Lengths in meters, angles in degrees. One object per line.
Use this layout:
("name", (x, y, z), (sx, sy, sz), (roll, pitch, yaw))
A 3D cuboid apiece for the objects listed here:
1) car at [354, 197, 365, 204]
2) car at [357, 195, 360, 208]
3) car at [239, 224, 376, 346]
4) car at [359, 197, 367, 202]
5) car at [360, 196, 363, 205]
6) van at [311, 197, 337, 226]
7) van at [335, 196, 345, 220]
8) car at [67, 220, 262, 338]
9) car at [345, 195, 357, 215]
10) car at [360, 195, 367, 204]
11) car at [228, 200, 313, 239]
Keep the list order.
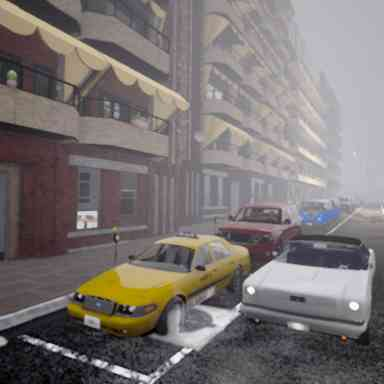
("car", (35.129, 1.757, 69.633), (1.887, 1.381, 4.507), (1, 0, 29))
("car", (18.851, 1.398, 40.717), (2.192, 1.841, 5.009), (2, 1, 29))
("car", (2.593, 1.608, 6.671), (1.895, 1.301, 4.718), (0, 0, 29))
("car", (43.271, 1.885, 84.091), (1.802, 1.307, 4.206), (1, 0, 29))
("car", (24.274, 1.684, 50.359), (1.947, 1.339, 4.313), (2, 1, 29))
("van", (7.995, 1.370, 21.441), (1.690, 1.788, 3.998), (2, 1, 29))
("van", (10.709, 1.382, 26.262), (1.690, 1.788, 3.998), (2, 1, 29))
("car", (-0.234, 1.533, 6.840), (1.752, 1.417, 4.829), (2, 1, 29))
("car", (16.137, 1.383, 35.899), (2.192, 1.841, 5.009), (2, 1, 29))
("car", (32.420, 1.501, 64.811), (2.192, 1.841, 5.009), (1, 0, 29))
("car", (2.569, 1.328, 11.806), (2.192, 1.841, 5.009), (2, 1, 29))
